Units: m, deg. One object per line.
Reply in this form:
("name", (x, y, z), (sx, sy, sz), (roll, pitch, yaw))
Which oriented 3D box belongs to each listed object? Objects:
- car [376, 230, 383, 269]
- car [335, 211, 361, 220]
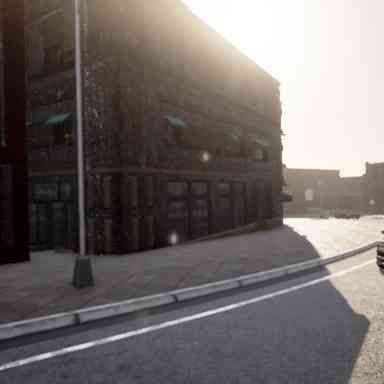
("car", (7.620, 1.681, 11.029), (2.128, 1.511, 4.902), (0, -1, 43))
("car", (23.613, 3.572, 50.521), (1.895, 1.301, 4.718), (-1, -4, 0))
